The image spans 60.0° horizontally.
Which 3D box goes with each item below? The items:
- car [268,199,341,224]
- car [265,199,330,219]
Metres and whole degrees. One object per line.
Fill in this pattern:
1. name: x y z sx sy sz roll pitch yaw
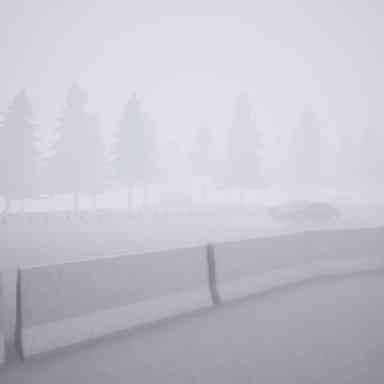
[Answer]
1. car: 8.170 1.395 23.478 4.892 1.490 1.837 0 0 -21
2. car: 8.660 1.348 27.404 5.008 1.535 1.882 0 0 -20
